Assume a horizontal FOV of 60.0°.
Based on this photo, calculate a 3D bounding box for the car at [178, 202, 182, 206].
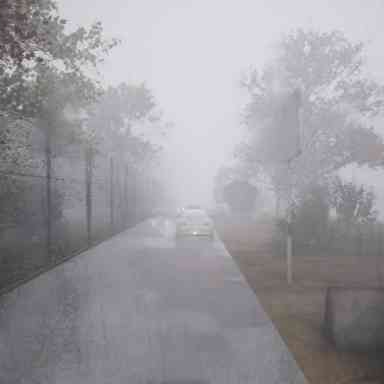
[{"bbox_3d":[-2.357,2.934,73.393,2.128,1.511,4.902,0,-2,1],"label":"car"}]

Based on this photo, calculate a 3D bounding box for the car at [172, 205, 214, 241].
[{"bbox_3d":[0.140,1.623,17.289,1.812,1.442,4.674,0,-1,0],"label":"car"}]

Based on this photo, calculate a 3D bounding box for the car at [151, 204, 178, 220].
[{"bbox_3d":[-2.769,1.846,32.110,2.033,1.411,5.357,0,-1,0],"label":"car"}]

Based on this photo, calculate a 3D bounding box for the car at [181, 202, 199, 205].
[{"bbox_3d":[0.193,1.908,34.789,1.994,1.385,4.181,0,-1,0],"label":"car"}]
